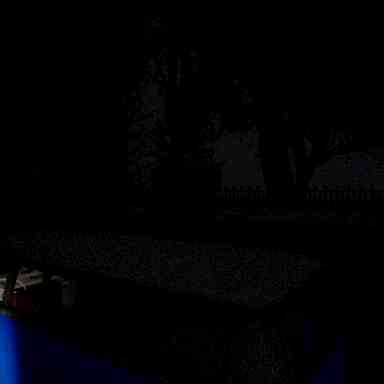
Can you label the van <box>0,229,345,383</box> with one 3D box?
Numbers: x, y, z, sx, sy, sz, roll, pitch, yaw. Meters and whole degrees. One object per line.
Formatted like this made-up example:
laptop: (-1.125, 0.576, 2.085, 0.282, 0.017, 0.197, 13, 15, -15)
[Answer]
van: (-0.667, 1.341, 3.188, 3.998, 1.788, 1.690, 0, 0, 35)
